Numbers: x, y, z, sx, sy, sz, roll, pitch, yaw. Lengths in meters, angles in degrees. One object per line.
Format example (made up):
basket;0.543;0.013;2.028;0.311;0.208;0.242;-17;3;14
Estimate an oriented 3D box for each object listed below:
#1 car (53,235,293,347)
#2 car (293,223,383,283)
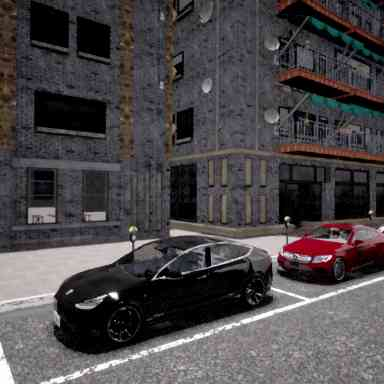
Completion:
car;-0.294;1.566;6.356;4.313;1.339;1.947;0;0;-36
car;4.303;1.585;9.662;4.206;1.307;1.802;0;0;-36
